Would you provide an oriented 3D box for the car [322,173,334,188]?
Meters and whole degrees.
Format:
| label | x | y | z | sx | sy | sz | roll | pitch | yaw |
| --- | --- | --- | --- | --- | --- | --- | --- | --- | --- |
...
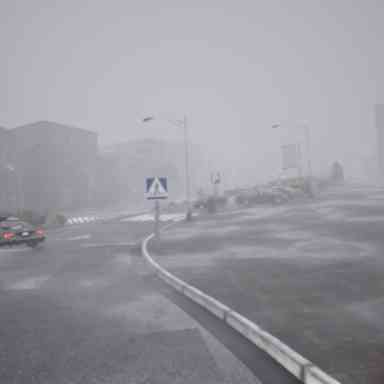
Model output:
| label | x | y | z | sx | sy | sz | roll | pitch | yaw |
| --- | --- | --- | --- | --- | --- | --- | --- | --- | --- |
| car | 18.668 | -1.617 | 52.291 | 5.566 | 2.045 | 2.435 | -4 | 2 | 10 |

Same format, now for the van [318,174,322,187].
| label | x | y | z | sx | sy | sz | roll | pitch | yaw |
| --- | --- | --- | --- | --- | --- | --- | --- | --- | --- |
| van | 15.483 | -1.129 | 47.051 | 4.442 | 1.987 | 1.878 | -4 | 3 | 10 |

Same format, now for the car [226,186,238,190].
| label | x | y | z | sx | sy | sz | roll | pitch | yaw |
| --- | --- | --- | --- | --- | --- | --- | --- | --- | --- |
| car | 6.146 | -0.090 | 46.923 | 1.882 | 1.535 | 5.008 | -4 | 2 | 30 |

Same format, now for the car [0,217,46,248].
| label | x | y | z | sx | sy | sz | roll | pitch | yaw |
| --- | --- | --- | --- | --- | --- | --- | --- | --- | --- |
| car | -8.870 | 1.899 | 15.457 | 5.357 | 1.411 | 2.033 | -3 | -2 | 39 |

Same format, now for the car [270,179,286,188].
| label | x | y | z | sx | sy | sz | roll | pitch | yaw |
| --- | --- | --- | --- | --- | --- | --- | --- | --- | --- |
| car | 17.023 | -1.670 | 65.929 | 1.812 | 1.442 | 4.674 | -4 | 2 | 30 |

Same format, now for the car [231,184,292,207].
| label | x | y | z | sx | sy | sz | roll | pitch | yaw |
| --- | --- | --- | --- | --- | --- | --- | --- | --- | --- |
| car | 6.484 | 0.448 | 31.278 | 4.892 | 1.521 | 2.231 | -4 | 2 | 10 |

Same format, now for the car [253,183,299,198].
| label | x | y | z | sx | sy | sz | roll | pitch | yaw |
| --- | --- | --- | --- | --- | --- | --- | --- | --- | --- |
| car | 8.015 | 0.261 | 33.900 | 4.674 | 1.452 | 2.002 | -4 | 3 | 10 |

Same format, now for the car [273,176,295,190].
| label | x | y | z | sx | sy | sz | roll | pitch | yaw |
| --- | --- | --- | --- | --- | --- | --- | --- | --- | --- |
| car | 16.080 | -1.598 | 57.808 | 2.150 | 2.045 | 5.566 | -4 | 3 | 31 |

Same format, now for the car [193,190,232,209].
| label | x | y | z | sx | sy | sz | roll | pitch | yaw |
| --- | --- | --- | --- | --- | --- | --- | --- | --- | --- |
| car | 1.940 | 0.899 | 32.969 | 1.895 | 1.301 | 4.718 | -4 | 2 | 29 |

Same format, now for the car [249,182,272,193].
| label | x | y | z | sx | sy | sz | roll | pitch | yaw |
| --- | --- | --- | --- | --- | --- | --- | --- | --- | --- |
| car | 11.791 | -0.868 | 56.885 | 2.033 | 1.411 | 5.357 | -4 | 2 | 30 |

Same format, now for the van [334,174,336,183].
| label | x | y | z | sx | sy | sz | roll | pitch | yaw |
| --- | --- | --- | --- | --- | --- | --- | --- | --- | --- |
| van | 21.798 | -2.050 | 57.535 | 4.442 | 1.987 | 1.878 | -4 | 2 | 10 |

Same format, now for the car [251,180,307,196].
| label | x | y | z | sx | sy | sz | roll | pitch | yaw |
| --- | --- | --- | --- | --- | --- | --- | --- | --- | --- |
| car | 9.349 | 0.003 | 36.560 | 5.366 | 1.575 | 1.946 | -4 | 3 | 10 |

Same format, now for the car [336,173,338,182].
| label | x | y | z | sx | sy | sz | roll | pitch | yaw |
| --- | --- | --- | --- | --- | --- | --- | --- | --- | --- |
| car | 23.182 | -2.167 | 60.194 | 4.553 | 1.767 | 2.185 | -4 | 2 | 10 |

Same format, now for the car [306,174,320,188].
| label | x | y | z | sx | sy | sz | roll | pitch | yaw |
| --- | --- | --- | --- | --- | --- | --- | --- | --- | --- |
| car | 12.526 | -0.707 | 41.775 | 5.566 | 2.045 | 2.435 | -4 | 3 | 10 |

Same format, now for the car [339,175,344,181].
| label | x | y | z | sx | sy | sz | roll | pitch | yaw |
| --- | --- | --- | --- | --- | --- | --- | --- | --- | --- |
| car | 26.449 | -2.513 | 65.420 | 5.366 | 1.575 | 1.946 | -4 | 2 | 10 |

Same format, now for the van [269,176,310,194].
| label | x | y | z | sx | sy | sz | roll | pitch | yaw |
| --- | --- | --- | --- | --- | --- | --- | --- | --- | --- |
| van | 11.151 | -0.465 | 39.130 | 4.442 | 1.987 | 1.878 | -4 | 2 | 10 |
